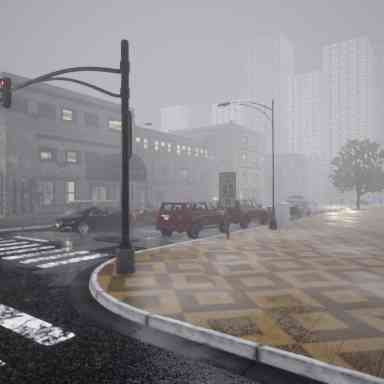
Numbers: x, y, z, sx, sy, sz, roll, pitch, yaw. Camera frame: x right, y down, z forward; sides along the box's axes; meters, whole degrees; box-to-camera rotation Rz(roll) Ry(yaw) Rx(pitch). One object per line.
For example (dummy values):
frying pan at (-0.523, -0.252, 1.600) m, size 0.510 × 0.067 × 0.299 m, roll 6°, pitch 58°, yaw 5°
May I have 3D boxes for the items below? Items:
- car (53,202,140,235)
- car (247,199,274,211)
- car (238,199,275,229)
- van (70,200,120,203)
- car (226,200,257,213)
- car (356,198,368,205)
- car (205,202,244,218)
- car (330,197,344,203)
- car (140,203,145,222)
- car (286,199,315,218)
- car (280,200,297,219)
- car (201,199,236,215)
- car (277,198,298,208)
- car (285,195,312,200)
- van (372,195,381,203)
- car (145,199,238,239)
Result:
car at (-5.675, 1.561, 19.607) m, size 1.837 × 1.490 × 4.892 m, roll 0°, pitch 0°, yaw 37°
car at (9.318, 1.722, 45.150) m, size 2.008 × 1.369 × 4.403 m, roll -1°, pitch -1°, yaw 35°
car at (3.365, 1.368, 22.284) m, size 2.192 × 1.841 × 5.009 m, roll -1°, pitch -1°, yaw 35°
van at (-6.667, 1.414, 22.626) m, size 1.690 × 1.788 × 3.998 m, roll -1°, pitch 0°, yaw 35°
car at (6.120, 1.701, 40.644) m, size 2.008 × 1.369 × 4.403 m, roll -1°, pitch -1°, yaw 35°
car at (32.137, 1.801, 62.828) m, size 2.008 × 1.369 × 4.403 m, roll -1°, pitch -1°, yaw 35°
car at (3.194, 1.670, 32.033) m, size 1.994 × 1.385 × 4.181 m, roll 0°, pitch 0°, yaw 35°
car at (34.892, 1.915, 81.191) m, size 2.008 × 1.369 × 4.403 m, roll -1°, pitch -1°, yaw 35°
car at (-3.470, 1.531, 27.130) m, size 1.967 × 1.590 × 4.097 m, roll -1°, pitch -1°, yaw 35°
car at (9.760, 1.657, 31.292) m, size 1.947 × 1.339 × 4.313 m, roll -1°, pitch -1°, yaw 35°
car at (6.563, 1.616, 26.787) m, size 1.887 × 1.381 × 4.507 m, roll -1°, pitch -1°, yaw 35°
car at (2.924, 1.570, 36.141) m, size 1.967 × 1.590 × 4.097 m, roll -1°, pitch -1°, yaw 35°
car at (15.612, 1.742, 54.021) m, size 1.752 × 1.417 × 4.829 m, roll -1°, pitch -1°, yaw 35°
car at (15.334, 1.397, 48.978) m, size 2.150 × 2.045 × 5.566 m, roll 0°, pitch -1°, yaw 35°
van at (44.923, 1.693, 80.851) m, size 1.690 × 1.788 × 3.998 m, roll -1°, pitch -1°, yaw 35°
car at (0.169, 1.350, 17.779) m, size 2.192 × 1.841 × 5.009 m, roll -1°, pitch -1°, yaw 35°
